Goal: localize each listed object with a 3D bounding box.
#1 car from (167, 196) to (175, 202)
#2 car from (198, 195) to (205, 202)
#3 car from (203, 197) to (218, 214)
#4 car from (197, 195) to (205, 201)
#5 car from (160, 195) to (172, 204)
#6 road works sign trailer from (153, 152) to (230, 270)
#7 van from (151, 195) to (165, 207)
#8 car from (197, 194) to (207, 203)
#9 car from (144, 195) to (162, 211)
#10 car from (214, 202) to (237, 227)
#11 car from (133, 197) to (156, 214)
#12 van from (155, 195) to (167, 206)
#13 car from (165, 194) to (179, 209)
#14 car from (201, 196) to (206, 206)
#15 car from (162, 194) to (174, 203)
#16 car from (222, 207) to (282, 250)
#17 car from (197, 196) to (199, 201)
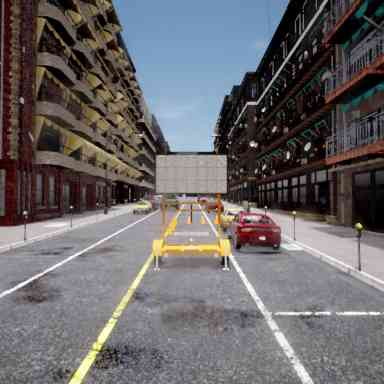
[{"bbox_3d":[-5.443,1.819,86.298,1.947,1.339,4.313,1,0,0],"label":"car"},{"bbox_3d":[2.486,1.676,58.598,1.887,1.381,4.507,1,0,0],"label":"car"},{"bbox_3d":[2.524,1.608,36.474,1.887,1.381,4.507,1,0,0],"label":"car"},{"bbox_3d":[2.396,1.723,91.784,1.967,1.590,4.097,1,0,0],"label":"car"},{"bbox_3d":[-5.408,1.492,69.707,2.192,1.841,5.009,1,0,0],"label":"car"},{"bbox_3d":[-0.018,0.475,11.014,2.380,3.560,2.880,0,0,0],"label":"road works sign trailer"},{"bbox_3d":[-5.380,1.452,53.114,1.690,1.788,3.998,2,0,0],"label":"van"},{"bbox_3d":[2.419,1.541,80.722,2.192,1.841,5.009,1,0,0],"label":"car"},{"bbox_3d":[-5.360,1.392,42.056,2.192,1.841,5.009,2,0,0],"label":"car"},{"bbox_3d":[2.553,1.551,20.054,1.752,1.417,4.829,1,0,0],"label":"car"},{"bbox_3d":[-5.356,1.588,36.354,1.752,1.417,4.829,2,0,0],"label":"car"},{"bbox_3d":[-5.390,1.472,58.646,1.690,1.788,3.998,1,0,0],"label":"van"},{"bbox_3d":[-2.820,1.299,42.435,2.150,2.045,5.566,0,0,0],"label":"car"},{"bbox_3d":[2.514,1.628,42.006,2.008,1.369,4.403,1,0,0],"label":"car"},{"bbox_3d":[-5.418,1.516,75.237,2.192,1.841,5.009,1,0,0],"label":"car"},{"bbox_3d":[2.562,1.561,14.352,1.887,1.381,4.507,1,0,0],"label":"car"},{"bbox_3d":[2.476,1.697,64.127,1.887,1.381,4.507,1,0,0],"label":"car"}]
